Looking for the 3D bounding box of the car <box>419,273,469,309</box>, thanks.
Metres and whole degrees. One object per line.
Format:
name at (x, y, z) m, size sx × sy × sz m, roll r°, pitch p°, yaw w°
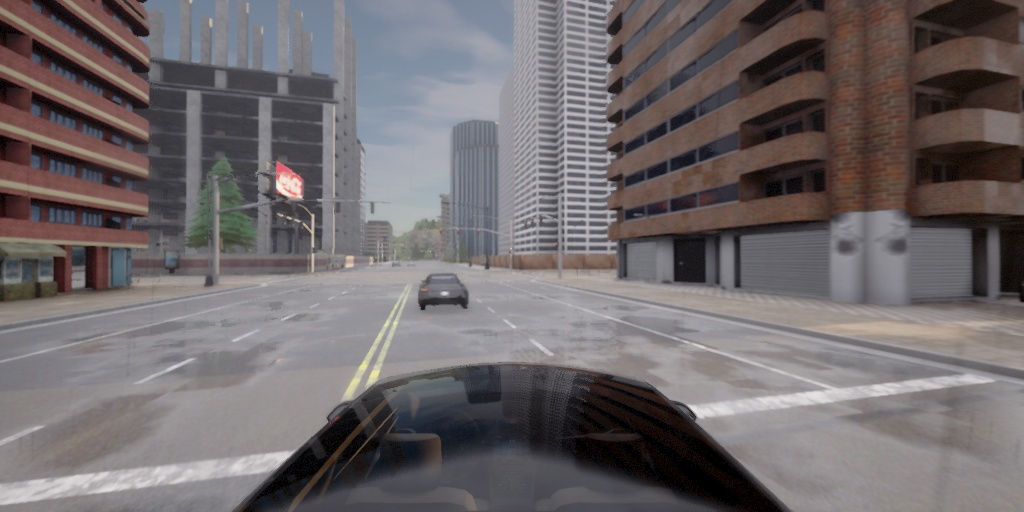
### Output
car at (-3.033, 1.417, 15.649) m, size 1.994 × 1.385 × 4.181 m, roll 0°, pitch 0°, yaw -13°
